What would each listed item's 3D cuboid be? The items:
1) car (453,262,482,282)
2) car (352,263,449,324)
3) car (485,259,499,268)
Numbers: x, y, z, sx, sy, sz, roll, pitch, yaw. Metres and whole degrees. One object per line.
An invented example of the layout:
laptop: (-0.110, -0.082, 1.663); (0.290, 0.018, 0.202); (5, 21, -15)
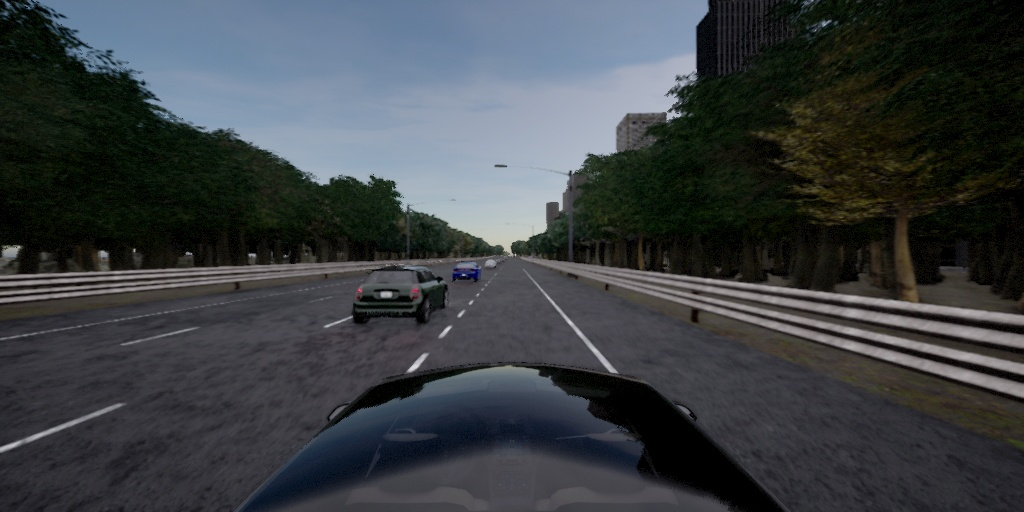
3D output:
car: (-3.511, 1.230, 28.686); (1.882, 1.535, 5.008); (0, 0, 0)
car: (-3.506, 1.102, 12.124); (2.097, 1.767, 4.553); (0, 0, 0)
car: (-3.525, 1.296, 59.798); (1.812, 1.442, 4.674); (0, 0, 0)
